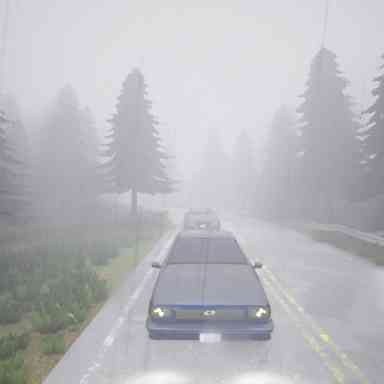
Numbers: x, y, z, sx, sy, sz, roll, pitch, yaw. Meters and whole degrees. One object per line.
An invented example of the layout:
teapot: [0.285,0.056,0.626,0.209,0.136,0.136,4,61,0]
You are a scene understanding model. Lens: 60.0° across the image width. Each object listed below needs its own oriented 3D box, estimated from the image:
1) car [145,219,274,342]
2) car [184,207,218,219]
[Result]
car: [0.294,1.558,7.095,2.033,1.411,5.357,0,0,1]
car: [0.501,1.584,19.205,1.994,1.385,4.181,0,0,-2]
